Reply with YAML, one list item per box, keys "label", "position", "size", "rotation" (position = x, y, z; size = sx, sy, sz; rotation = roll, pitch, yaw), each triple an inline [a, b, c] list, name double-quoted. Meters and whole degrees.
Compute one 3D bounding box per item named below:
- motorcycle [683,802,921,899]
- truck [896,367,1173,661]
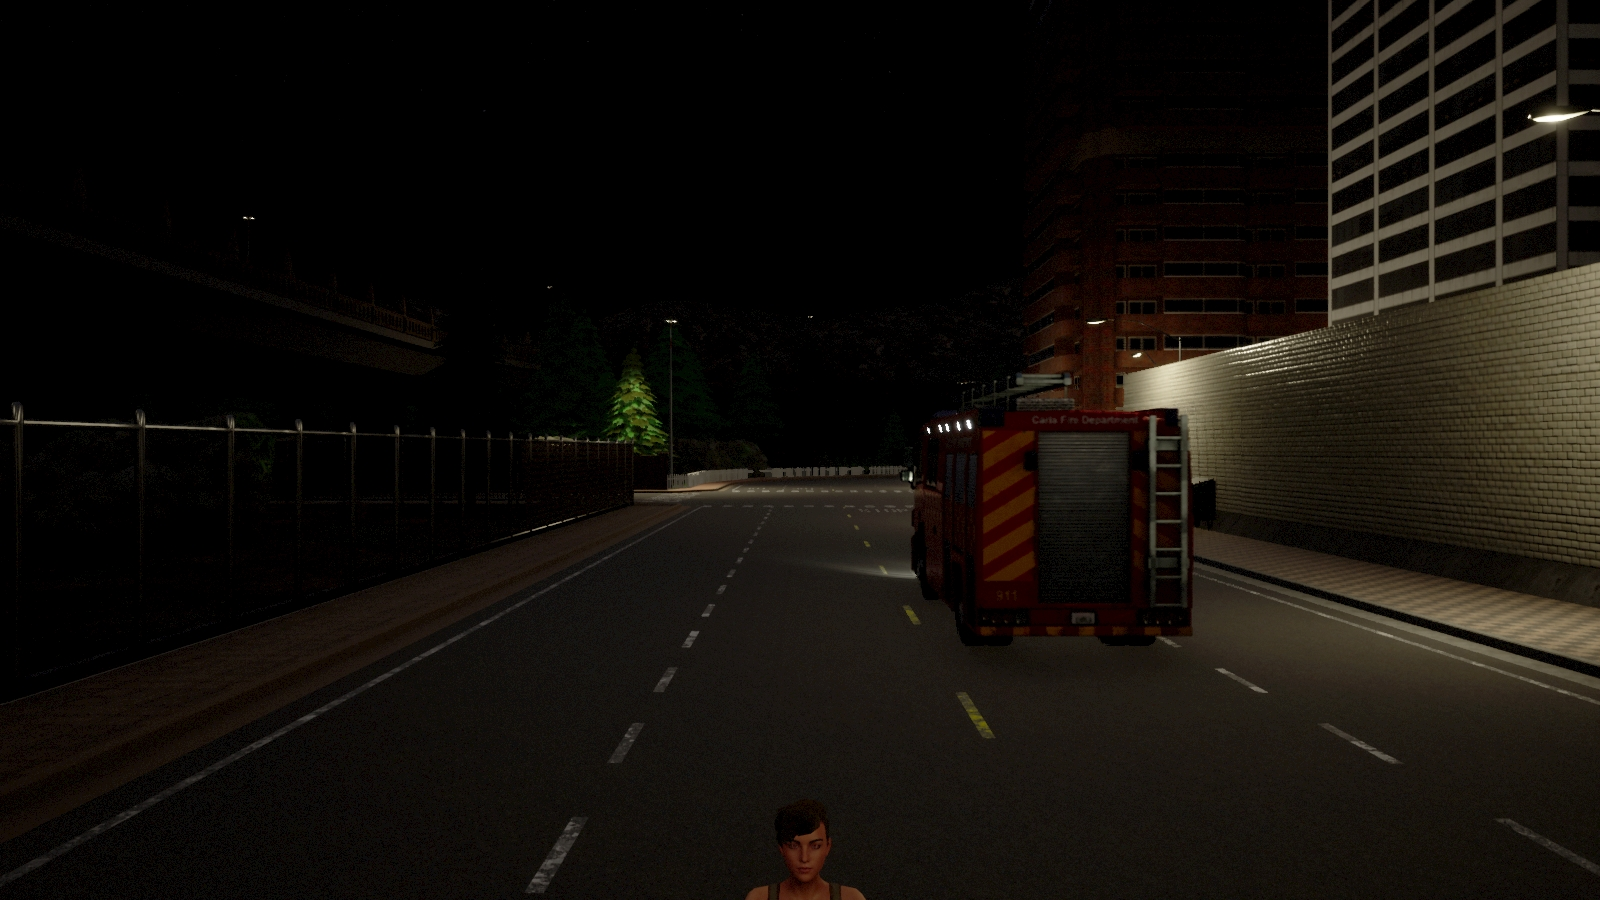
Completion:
- label: "motorcycle"
  position: [0.006, 2.099, 3.507]
  size: [0.764, 1.307, 2.356]
  rotation: [0, 0, 0]
- label: "truck"
  position: [3.414, 0.835, 19.143]
  size: [2.891, 3.827, 8.468]
  rotation: [0, 0, 0]
